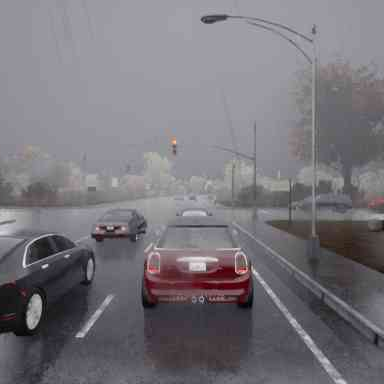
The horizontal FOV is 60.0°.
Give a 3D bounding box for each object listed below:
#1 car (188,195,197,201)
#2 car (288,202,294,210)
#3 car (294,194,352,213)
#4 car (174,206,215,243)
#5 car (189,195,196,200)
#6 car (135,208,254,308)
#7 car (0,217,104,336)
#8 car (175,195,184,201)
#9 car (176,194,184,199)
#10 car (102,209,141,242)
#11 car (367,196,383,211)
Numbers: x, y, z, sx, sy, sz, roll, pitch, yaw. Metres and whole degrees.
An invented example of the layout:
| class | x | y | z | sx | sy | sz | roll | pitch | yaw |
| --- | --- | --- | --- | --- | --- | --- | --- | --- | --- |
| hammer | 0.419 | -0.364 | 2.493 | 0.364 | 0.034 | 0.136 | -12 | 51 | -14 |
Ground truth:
| class | x | y | z | sx | sy | sz | roll | pitch | yaw |
| --- | --- | --- | --- | --- | --- | --- | --- | --- | --- |
| car | 0.085 | 1.496 | 84.990 | 1.837 | 1.490 | 4.892 | 0 | 0 | 0 |
| car | 14.025 | 1.503 | 39.933 | 4.892 | 1.490 | 1.837 | 0 | 0 | 3 |
| car | 14.501 | 1.219 | 36.398 | 5.566 | 2.045 | 2.150 | 0 | 0 | 3 |
| car | 0.116 | 1.525 | 17.111 | 1.812 | 1.442 | 4.674 | 0 | 0 | 0 |
| car | 0.137 | 1.520 | 95.344 | 1.812 | 1.442 | 4.674 | 0 | 0 | 1 |
| car | 0.107 | 1.352 | 8.072 | 2.097 | 1.767 | 4.553 | 0 | 0 | 0 |
| car | -3.392 | 1.504 | 6.659 | 1.837 | 1.490 | 4.892 | 0 | 0 | 0 |
| car | -3.413 | 1.541 | 85.313 | 1.994 | 1.385 | 4.181 | 0 | 0 | 0 |
| car | -3.364 | 1.398 | 95.340 | 1.994 | 1.385 | 4.181 | 0 | 0 | 1 |
| car | -3.386 | 1.547 | 16.317 | 2.033 | 1.411 | 5.357 | 0 | 0 | 0 |
| car | 23.859 | 1.209 | 39.391 | 5.566 | 2.045 | 2.150 | 0 | 0 | 3 |
